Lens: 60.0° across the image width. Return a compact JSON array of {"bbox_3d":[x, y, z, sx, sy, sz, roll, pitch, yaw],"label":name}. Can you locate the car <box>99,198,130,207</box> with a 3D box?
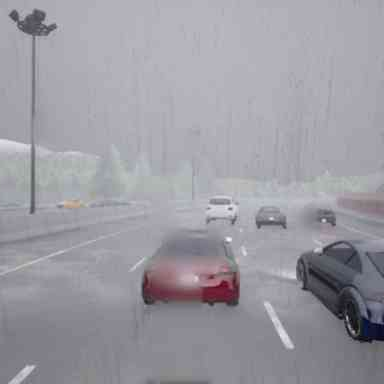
[{"bbox_3d":[-10.528,1.827,46.492,1.895,1.301,4.718,0,0,18],"label":"car"}]

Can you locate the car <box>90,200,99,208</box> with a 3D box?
[{"bbox_3d":[-13.169,1.743,49.620,1.837,1.490,4.892,0,-1,19],"label":"car"}]

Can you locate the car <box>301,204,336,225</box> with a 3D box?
[{"bbox_3d":[9.267,1.663,24.605,1.837,1.490,4.892,0,0,11],"label":"car"}]

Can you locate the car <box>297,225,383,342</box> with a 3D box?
[{"bbox_3d":[3.472,1.609,6.495,1.994,1.385,4.181,0,0,3],"label":"car"}]

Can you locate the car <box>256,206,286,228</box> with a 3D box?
[{"bbox_3d":[5.512,1.707,23.493,1.994,1.385,4.181,0,0,10],"label":"car"}]

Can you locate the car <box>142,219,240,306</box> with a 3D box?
[{"bbox_3d":[0.070,1.609,8.202,1.994,1.385,4.181,0,0,3],"label":"car"}]

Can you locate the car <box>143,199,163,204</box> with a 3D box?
[{"bbox_3d":[-5.712,1.805,49.928,2.033,1.411,5.357,0,0,19],"label":"car"}]

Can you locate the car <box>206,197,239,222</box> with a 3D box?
[{"bbox_3d":[2.450,1.372,26.297,2.150,2.045,5.566,0,0,11],"label":"car"}]

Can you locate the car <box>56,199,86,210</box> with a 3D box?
[{"bbox_3d":[-17.397,1.693,47.892,1.882,1.535,5.008,0,-1,18],"label":"car"}]
